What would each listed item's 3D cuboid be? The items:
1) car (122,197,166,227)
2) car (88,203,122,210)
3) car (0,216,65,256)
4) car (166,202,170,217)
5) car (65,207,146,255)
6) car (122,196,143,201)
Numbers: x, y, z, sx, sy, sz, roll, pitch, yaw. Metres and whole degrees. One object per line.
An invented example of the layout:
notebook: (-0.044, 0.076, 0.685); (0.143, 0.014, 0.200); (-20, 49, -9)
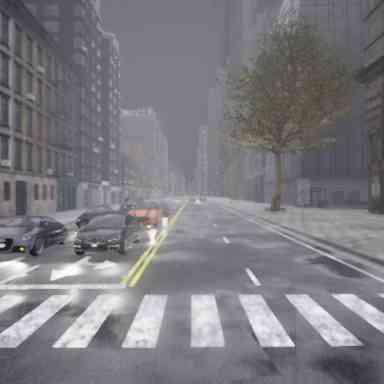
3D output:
car: (-3.329, 1.495, 23.950); (2.097, 1.767, 4.553); (0, 0, 0)
car: (-6.582, 1.708, 23.807); (2.033, 1.411, 5.357); (0, 0, 0)
car: (-6.591, 1.675, 13.495); (1.994, 1.385, 4.181); (0, 0, 0)
car: (-3.312, 1.697, 34.200); (1.837, 1.490, 4.892); (0, 0, 0)
car: (-3.339, 1.599, 13.851); (1.837, 1.490, 4.892); (0, 0, 0)
car: (-6.551, 1.447, 37.443); (2.150, 2.045, 5.566); (0, 0, 0)
